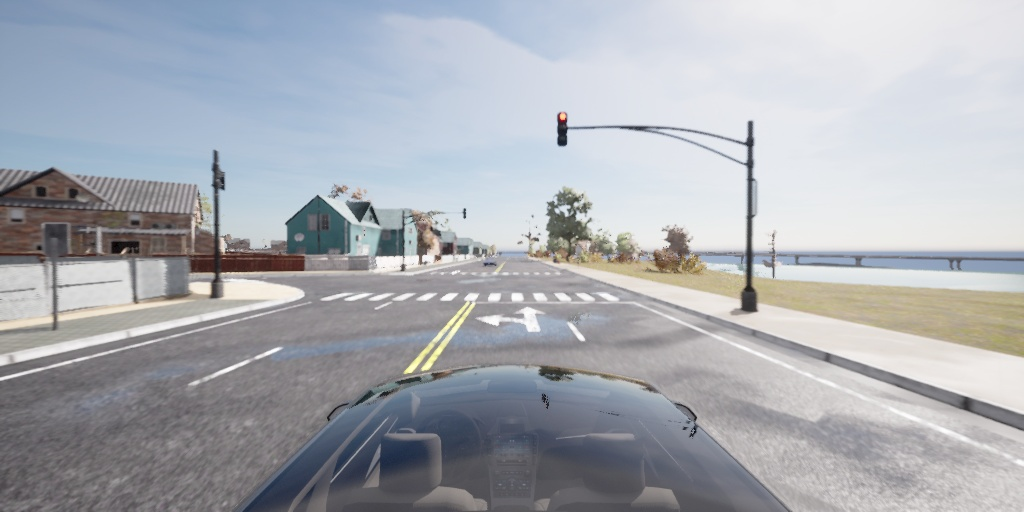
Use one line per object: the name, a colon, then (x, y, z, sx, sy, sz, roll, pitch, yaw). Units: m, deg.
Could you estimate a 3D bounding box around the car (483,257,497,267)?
car: (-3.232, 0.829, 53.006, 2.033, 1.411, 5.357, 0, 1, 0)
